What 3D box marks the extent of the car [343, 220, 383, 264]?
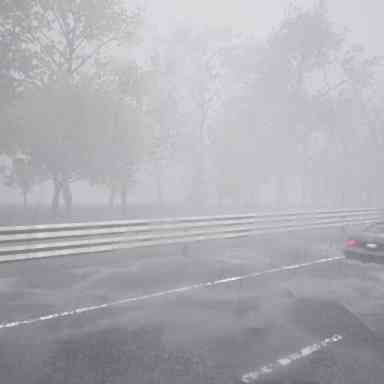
[{"bbox_3d":[7.071,1.551,10.740,5.357,1.411,2.033,0,0,-35],"label":"car"}]
